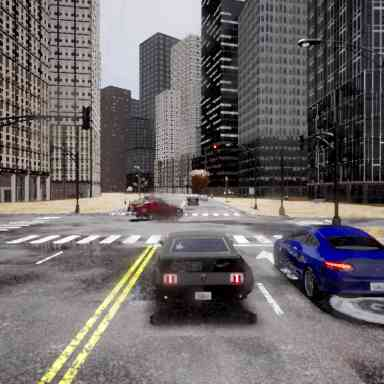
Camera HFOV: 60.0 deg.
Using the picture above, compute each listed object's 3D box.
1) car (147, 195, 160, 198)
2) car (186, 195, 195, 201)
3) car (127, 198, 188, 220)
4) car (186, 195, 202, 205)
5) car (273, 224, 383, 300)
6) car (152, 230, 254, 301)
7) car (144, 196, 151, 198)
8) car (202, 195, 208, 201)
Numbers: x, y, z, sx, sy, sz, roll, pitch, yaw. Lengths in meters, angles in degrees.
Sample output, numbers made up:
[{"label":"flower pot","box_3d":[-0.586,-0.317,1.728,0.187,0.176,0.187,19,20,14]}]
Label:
[{"label":"car","box_3d":[-6.516,1.299,50.577,2.097,1.767,4.553,0,0,0]},{"label":"car","box_3d":[-0.422,1.469,80.421,1.895,1.301,4.718,0,0,-4]},{"label":"car","box_3d":[-2.824,1.485,27.379,1.812,1.442,4.674,1,1,45]},{"label":"car","box_3d":[0.190,1.418,59.160,2.128,1.511,4.902,0,0,0]},{"label":"car","box_3d":[3.354,1.523,8.232,1.812,1.442,4.674,0,0,1]},{"label":"car","box_3d":[0.112,1.598,8.264,1.895,1.301,4.718,0,0,-3]},{"label":"car","box_3d":[-6.533,1.530,40.329,1.994,1.385,4.181,0,0,0]},{"label":"car","box_3d":[2.827,1.397,80.534,1.812,1.442,4.674,0,0,-4]}]
